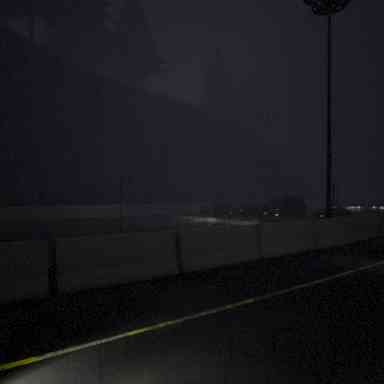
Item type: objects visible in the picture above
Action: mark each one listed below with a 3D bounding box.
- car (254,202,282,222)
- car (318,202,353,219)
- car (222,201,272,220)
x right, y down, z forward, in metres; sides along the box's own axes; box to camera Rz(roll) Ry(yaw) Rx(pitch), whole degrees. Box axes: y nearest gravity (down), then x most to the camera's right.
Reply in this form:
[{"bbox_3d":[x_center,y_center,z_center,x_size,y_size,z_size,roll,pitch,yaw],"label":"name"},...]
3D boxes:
[{"bbox_3d":[7.992,1.411,29.113,5.566,2.045,2.150,0,0,-44],"label":"car"},{"bbox_3d":[11.783,1.766,27.959,4.181,1.385,1.994,1,0,-45],"label":"car"},{"bbox_3d":[5.259,1.680,31.371,4.902,1.511,2.128,1,0,-44],"label":"car"}]
